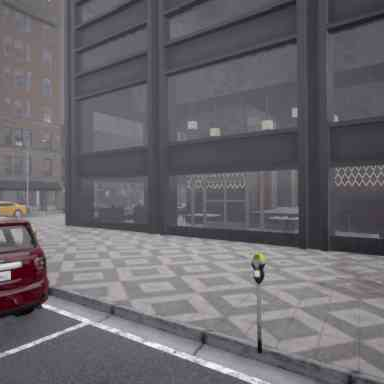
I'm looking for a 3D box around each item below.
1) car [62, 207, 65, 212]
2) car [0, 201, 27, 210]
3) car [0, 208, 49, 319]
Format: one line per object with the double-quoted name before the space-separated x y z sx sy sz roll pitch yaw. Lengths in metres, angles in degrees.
"car" -12.436 1.793 39.139 2.033 1.411 5.357 -1 -1 35
"car" -18.209 1.641 31.156 1.882 1.535 5.008 -1 -1 36
"car" -4.718 1.316 6.230 5.009 1.841 2.192 0 -1 36
